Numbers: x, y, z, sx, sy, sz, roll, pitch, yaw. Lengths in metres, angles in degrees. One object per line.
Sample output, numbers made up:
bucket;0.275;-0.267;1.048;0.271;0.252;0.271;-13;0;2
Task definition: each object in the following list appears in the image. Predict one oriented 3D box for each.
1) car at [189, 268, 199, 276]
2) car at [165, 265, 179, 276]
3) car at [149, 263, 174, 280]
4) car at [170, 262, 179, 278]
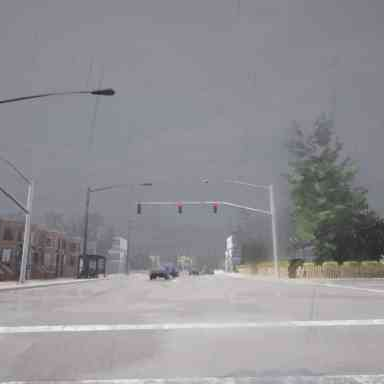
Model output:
car;0.391;14.644;61.314;2.033;1.411;5.357;-1;-13;0
car;-3.303;13.131;55.501;2.097;1.767;4.553;-1;-13;0
car;-3.421;8.774;36.101;2.033;1.411;5.357;-1;-13;0
car;-3.364;10.786;46.091;2.150;2.045;5.566;-1;-13;0
